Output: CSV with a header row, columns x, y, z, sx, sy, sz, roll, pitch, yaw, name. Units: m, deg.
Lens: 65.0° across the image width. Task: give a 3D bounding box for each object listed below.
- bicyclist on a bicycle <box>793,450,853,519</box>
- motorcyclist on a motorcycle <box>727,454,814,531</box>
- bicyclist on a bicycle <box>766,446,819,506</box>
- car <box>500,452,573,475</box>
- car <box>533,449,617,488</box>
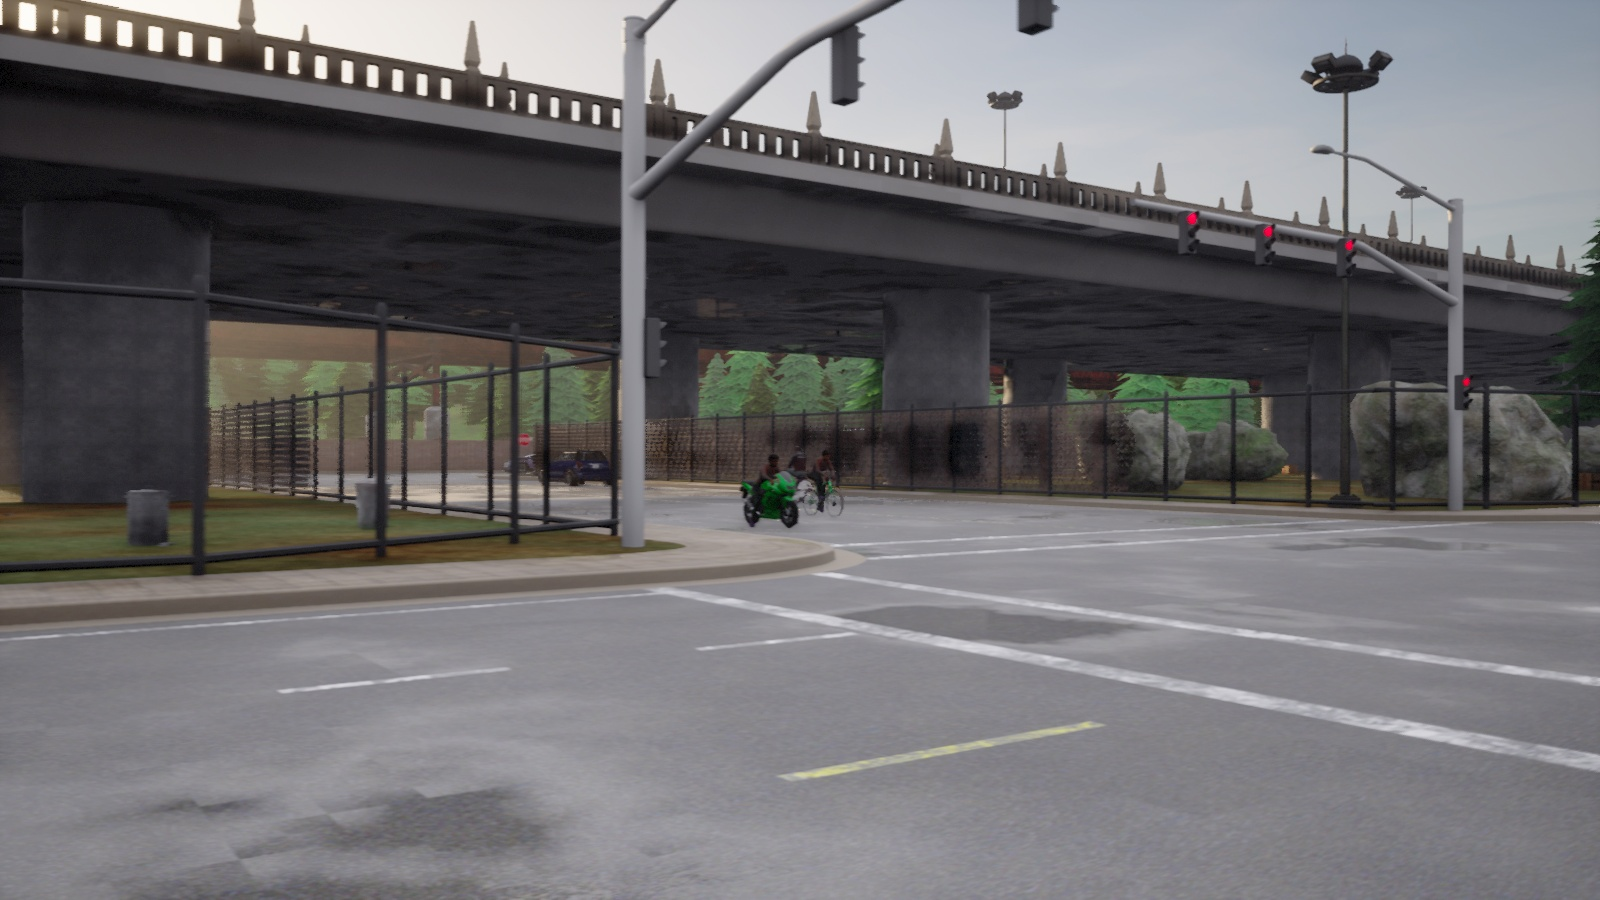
x,y,z,sx,sy,sz,roll,pitch,yaw,name
0.542,0.826,30.465,0.582,1.620,1.656,0,-1,-35,bicyclist on a bicycle
-0.640,0.848,26.053,0.797,1.523,2.044,0,0,-35,motorcyclist on a motorcycle
-0.239,0.764,37.695,0.659,1.776,1.843,0,0,-35,bicyclist on a bicycle
-19.431,0.998,92.593,4.856,1.649,2.033,0,0,-34,car
-10.522,0.824,58.507,2.097,1.767,4.553,0,0,-35,car
